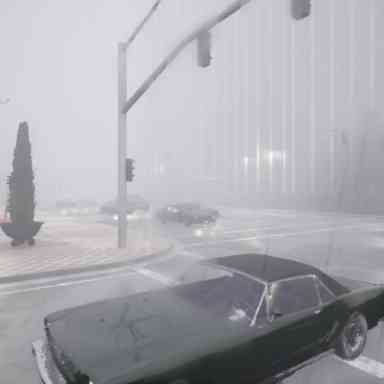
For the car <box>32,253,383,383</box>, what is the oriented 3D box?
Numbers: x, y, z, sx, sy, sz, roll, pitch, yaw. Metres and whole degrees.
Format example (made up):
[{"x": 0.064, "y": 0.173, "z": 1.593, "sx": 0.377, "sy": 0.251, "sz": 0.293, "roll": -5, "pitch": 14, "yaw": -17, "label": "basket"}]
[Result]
[{"x": 0.557, "y": 1.601, "z": 4.388, "sx": 4.718, "sy": 1.301, "sz": 1.895, "roll": 0, "pitch": 0, "yaw": -35, "label": "car"}]

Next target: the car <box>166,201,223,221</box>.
[{"x": 0.068, "y": 1.547, "z": 28.362, "sx": 2.033, "sy": 1.411, "sz": 5.357, "roll": 0, "pitch": 0, "yaw": -36, "label": "car"}]

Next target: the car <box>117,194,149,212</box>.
[{"x": -6.919, "y": 1.219, "z": 38.034, "sx": 2.150, "sy": 2.045, "sz": 5.566, "roll": 0, "pitch": 0, "yaw": -36, "label": "car"}]

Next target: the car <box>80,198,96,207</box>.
[{"x": -15.974, "y": 1.600, "z": 50.671, "sx": 1.895, "sy": 1.301, "sz": 4.718, "roll": 0, "pitch": 0, "yaw": -35, "label": "car"}]

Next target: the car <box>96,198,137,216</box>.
[{"x": -7.564, "y": 1.564, "z": 32.949, "sx": 1.994, "sy": 1.385, "sz": 4.181, "roll": 0, "pitch": 0, "yaw": -36, "label": "car"}]

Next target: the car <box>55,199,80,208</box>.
[{"x": -18.043, "y": 1.600, "z": 47.541, "sx": 1.895, "sy": 1.301, "sz": 4.718, "roll": 0, "pitch": 0, "yaw": -35, "label": "car"}]

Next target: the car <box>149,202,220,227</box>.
[{"x": -0.635, "y": 1.547, "z": 23.361, "sx": 2.033, "sy": 1.411, "sz": 5.357, "roll": 0, "pitch": 0, "yaw": -36, "label": "car"}]
